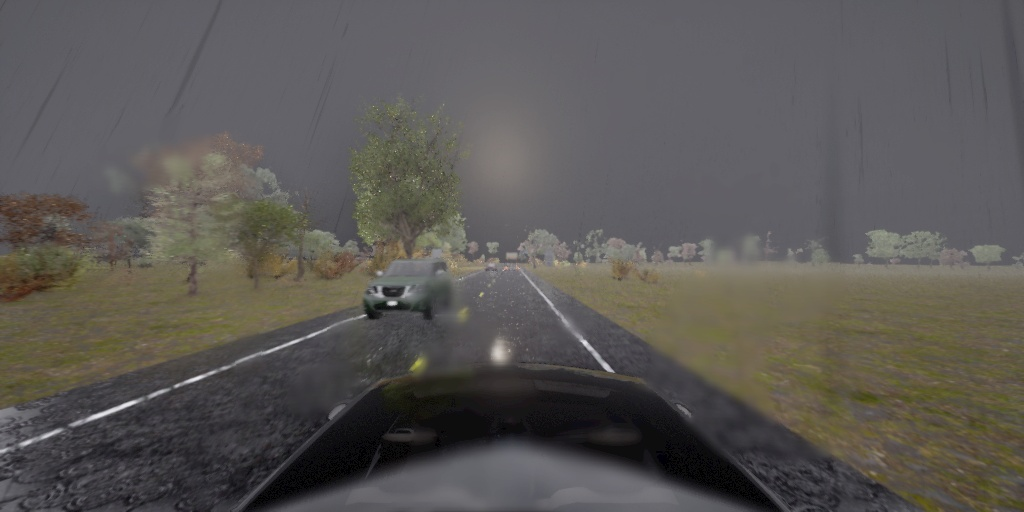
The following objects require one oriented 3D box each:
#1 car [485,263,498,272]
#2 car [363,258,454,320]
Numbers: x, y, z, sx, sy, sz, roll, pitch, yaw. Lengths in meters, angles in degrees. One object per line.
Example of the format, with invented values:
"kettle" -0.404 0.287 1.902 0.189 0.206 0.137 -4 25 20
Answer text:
"car" -3.559 1.972 62.493 1.812 1.442 4.674 0 -1 1
"car" -3.608 1.105 13.576 2.150 2.045 5.566 0 -1 0
